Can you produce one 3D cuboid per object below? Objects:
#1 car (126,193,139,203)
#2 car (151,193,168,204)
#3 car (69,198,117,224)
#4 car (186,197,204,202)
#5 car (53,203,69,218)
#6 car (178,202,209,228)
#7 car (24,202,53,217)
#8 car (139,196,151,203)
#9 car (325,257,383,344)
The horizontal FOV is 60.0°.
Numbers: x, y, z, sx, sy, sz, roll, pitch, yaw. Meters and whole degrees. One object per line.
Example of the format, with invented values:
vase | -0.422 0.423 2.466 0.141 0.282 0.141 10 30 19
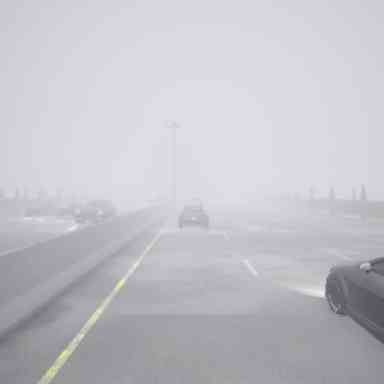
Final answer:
car | -12.800 1.299 72.690 2.150 2.045 5.566 0 0 2
car | -6.028 1.293 65.154 2.150 2.045 5.566 0 0 2
car | -7.061 1.378 24.762 2.097 1.767 4.553 0 0 0
car | 0.376 1.393 40.281 2.097 1.767 4.553 0 0 1
car | -10.530 1.632 30.311 1.895 1.301 4.718 0 0 1
car | 0.111 1.587 22.596 1.994 1.385 4.181 0 0 0
car | -14.007 1.596 31.410 1.994 1.385 4.181 0 0 1
car | -9.338 1.597 71.323 2.128 1.511 4.902 0 0 2
car | 3.603 1.569 4.883 1.994 1.385 4.181 0 0 0
